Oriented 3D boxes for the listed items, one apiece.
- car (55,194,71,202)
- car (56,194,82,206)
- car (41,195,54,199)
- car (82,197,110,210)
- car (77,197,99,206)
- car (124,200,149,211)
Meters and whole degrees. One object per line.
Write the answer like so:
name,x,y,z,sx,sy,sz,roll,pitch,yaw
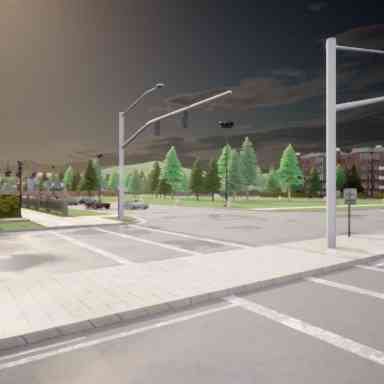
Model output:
car,-26.833,1.243,69.112,1.837,1.490,4.892,0,0,-36
car,-19.644,1.500,53.118,1.837,1.490,4.892,0,1,-36
car,-28.634,1.387,65.638,1.837,1.490,4.892,0,0,-36
car,-12.154,1.601,42.802,1.895,1.301,4.718,0,0,-36
car,-17.677,1.547,56.373,2.033,1.411,5.357,0,0,-36
car,-7.238,1.601,41.983,1.895,1.301,4.718,0,0,-36
